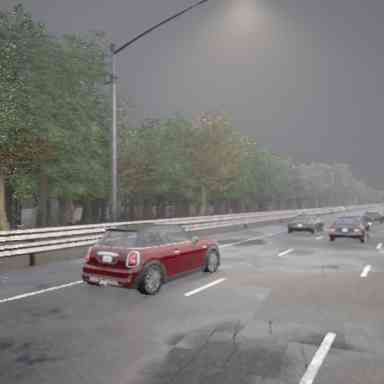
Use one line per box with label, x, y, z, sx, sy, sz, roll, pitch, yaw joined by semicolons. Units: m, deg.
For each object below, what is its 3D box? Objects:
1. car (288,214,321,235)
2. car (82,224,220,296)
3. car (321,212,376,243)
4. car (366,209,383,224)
car;8.714;2.387;25.227;1.994;1.385;4.181;-2;-2;32
car;-0.956;1.734;10.056;2.097;1.767;4.553;-2;-2;32
car;9.579;2.175;20.080;2.033;1.411;5.357;-2;-2;32
car;19.763;2.593;36.063;2.128;1.511;4.902;-2;-3;33
